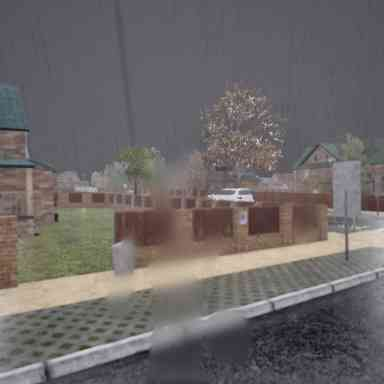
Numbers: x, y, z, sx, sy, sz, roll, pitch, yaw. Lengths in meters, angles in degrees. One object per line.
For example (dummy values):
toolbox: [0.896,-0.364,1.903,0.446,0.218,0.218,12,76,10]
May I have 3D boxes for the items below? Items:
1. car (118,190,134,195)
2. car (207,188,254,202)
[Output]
car: [-10.558,0.444,54.168,2.128,1.511,4.902,-2,2,-34]
car: [3.721,0.661,33.428,2.150,2.045,5.566,-2,2,-35]
